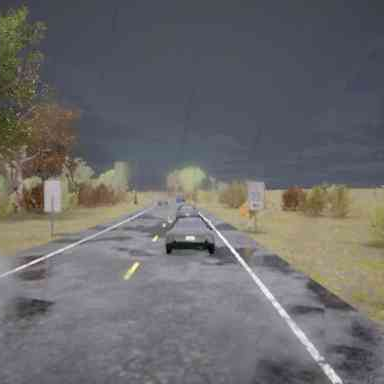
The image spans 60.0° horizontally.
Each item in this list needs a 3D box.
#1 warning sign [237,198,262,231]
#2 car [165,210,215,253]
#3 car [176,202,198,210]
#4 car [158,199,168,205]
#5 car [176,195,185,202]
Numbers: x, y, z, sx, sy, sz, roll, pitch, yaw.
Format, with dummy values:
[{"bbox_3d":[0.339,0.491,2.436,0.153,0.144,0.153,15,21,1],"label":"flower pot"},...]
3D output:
[{"bbox_3d":[3.374,1.290,19.660,1.300,1.860,1.060,1,0,-1],"label":"warning sign"},{"bbox_3d":[-0.091,1.695,14.359,1.994,1.385,4.181,0,0,-1],"label":"car"},{"bbox_3d":[-0.431,1.820,29.426,1.994,1.385,4.181,0,0,-2],"label":"car"},{"bbox_3d":[-6.158,2.112,70.809,1.994,1.385,4.181,0,0,-4],"label":"car"},{"bbox_3d":[-3.049,1.899,89.741,2.150,2.045,5.566,0,0,-6],"label":"car"}]
